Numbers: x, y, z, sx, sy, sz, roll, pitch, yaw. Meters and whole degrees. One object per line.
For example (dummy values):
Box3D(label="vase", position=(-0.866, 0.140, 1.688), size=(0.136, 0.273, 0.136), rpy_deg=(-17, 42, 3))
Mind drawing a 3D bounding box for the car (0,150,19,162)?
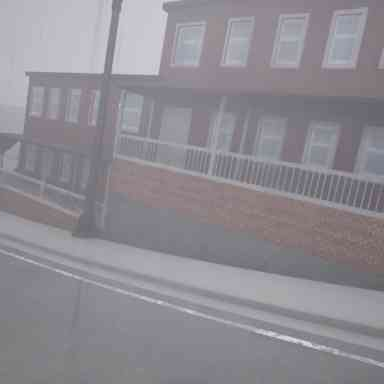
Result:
Box3D(label="car", position=(-21.351, -4.545, 41.668), size=(1.812, 1.442, 4.674), rpy_deg=(15, 9, 35))
